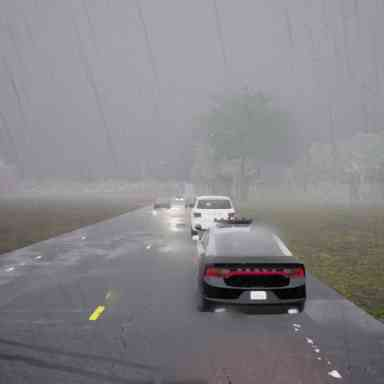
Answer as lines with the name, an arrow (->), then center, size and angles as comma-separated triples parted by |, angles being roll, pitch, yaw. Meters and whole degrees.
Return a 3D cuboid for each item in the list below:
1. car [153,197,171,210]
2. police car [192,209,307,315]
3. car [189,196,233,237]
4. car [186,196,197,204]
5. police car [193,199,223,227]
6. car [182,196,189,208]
car -> -3.650, 1.424, 41.377 | 1.882, 1.535, 5.008 | 0, 0, 0
police car -> 1.041, 1.421, 7.820 | 1.930, 1.638, 5.238 | 0, 0, 0
car -> 1.029, 1.213, 17.740 | 2.150, 2.045, 5.566 | 0, 0, 0
car -> -0.076, 1.483, 60.439 | 1.895, 1.301, 4.718 | 0, 0, 0
police car -> 1.021, 1.408, 23.822 | 1.930, 1.638, 5.238 | 0, 0, 0
car -> -0.015, 1.481, 45.582 | 2.033, 1.411, 5.357 | 0, 0, 1
